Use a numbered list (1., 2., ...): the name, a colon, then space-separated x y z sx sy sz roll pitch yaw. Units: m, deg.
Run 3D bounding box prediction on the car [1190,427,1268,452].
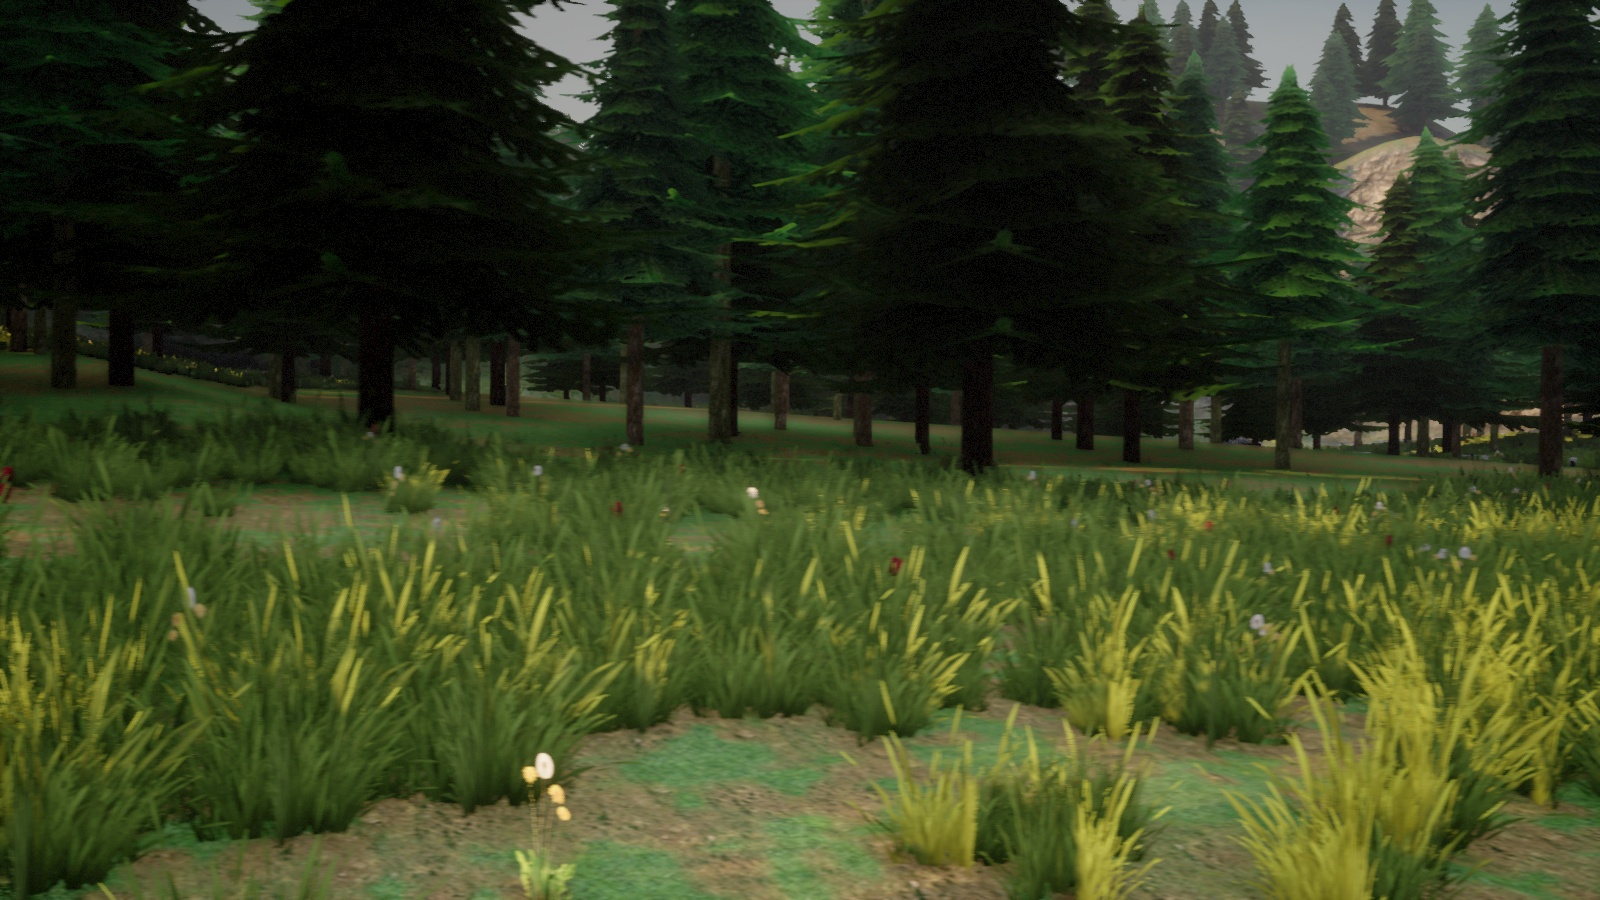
1. car: 27.495 -0.697 80.648 2.128 1.511 4.902 -1 1 -20
